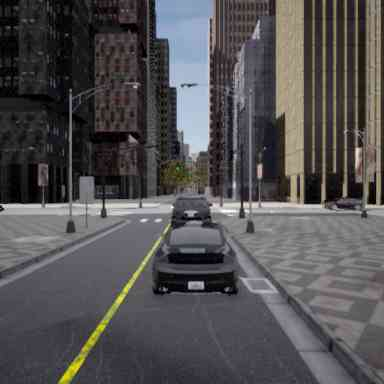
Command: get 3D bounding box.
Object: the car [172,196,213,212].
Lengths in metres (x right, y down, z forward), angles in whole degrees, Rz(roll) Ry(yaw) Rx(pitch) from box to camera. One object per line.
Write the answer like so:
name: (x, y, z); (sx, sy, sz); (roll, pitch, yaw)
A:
car: (0.019, 1.230, 19.223); (2.150, 2.045, 5.566); (0, 0, 2)

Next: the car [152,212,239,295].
car: (0.078, 1.509, 8.713); (1.837, 1.490, 4.892); (0, 0, 0)

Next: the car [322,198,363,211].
car: (18.780, 1.530, 41.379); (4.892, 1.490, 1.837); (0, 0, 0)

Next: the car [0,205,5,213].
car: (-21.923, 1.562, 34.749); (4.181, 1.385, 1.994); (0, 0, 0)
